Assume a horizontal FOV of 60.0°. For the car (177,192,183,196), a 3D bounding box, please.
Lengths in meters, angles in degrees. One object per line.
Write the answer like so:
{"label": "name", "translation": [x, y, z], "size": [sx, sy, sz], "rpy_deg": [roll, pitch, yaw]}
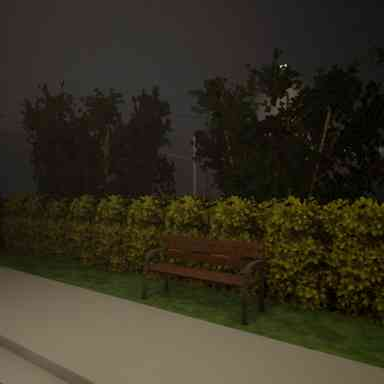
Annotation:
{"label": "car", "translation": [-3.566, 0.766, 62.905], "size": [2.097, 1.767, 4.553], "rpy_deg": [0, 2, 35]}

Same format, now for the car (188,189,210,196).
{"label": "car", "translation": [1.359, 0.548, 63.841], "size": [2.150, 2.045, 5.566], "rpy_deg": [0, 1, 35]}
